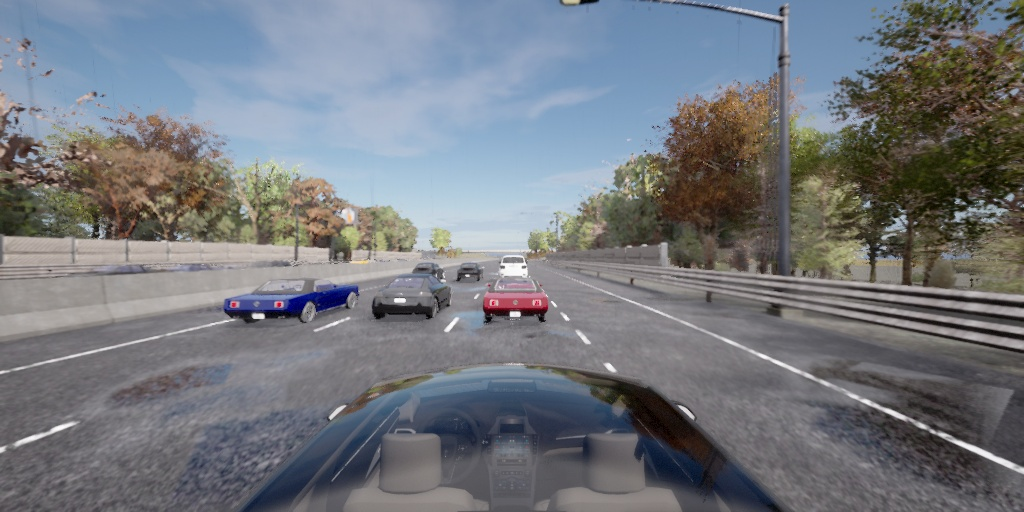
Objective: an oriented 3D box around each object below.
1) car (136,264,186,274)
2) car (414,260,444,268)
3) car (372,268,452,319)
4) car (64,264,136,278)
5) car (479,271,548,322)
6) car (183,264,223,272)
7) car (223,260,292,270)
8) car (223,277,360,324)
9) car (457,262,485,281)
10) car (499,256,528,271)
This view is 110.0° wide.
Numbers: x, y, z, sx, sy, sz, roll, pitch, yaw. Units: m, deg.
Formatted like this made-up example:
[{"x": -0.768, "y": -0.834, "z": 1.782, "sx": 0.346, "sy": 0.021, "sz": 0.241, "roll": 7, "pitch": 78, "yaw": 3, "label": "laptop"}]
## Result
[{"x": -24.601, "y": 1.313, "z": 27.300, "sx": 2.033, "sy": 1.411, "sz": 5.357, "roll": 0, "pitch": 0, "yaw": 0, "label": "car"}, {"x": -6.902, "y": 1.272, "z": 29.881, "sx": 1.837, "sy": 1.490, "sz": 4.892, "roll": 0, "pitch": 0, "yaw": 0, "label": "car"}, {"x": -3.401, "y": 1.318, "z": 12.885, "sx": 1.994, "sy": 1.385, "sz": 4.181, "roll": 0, "pitch": 0, "yaw": 0, "label": "car"}, {"x": -28.101, "y": 1.311, "z": 25.651, "sx": 2.033, "sy": 1.411, "sz": 5.357, "roll": 0, "pitch": 0, "yaw": 0, "label": "car"}, {"x": 0.098, "y": 1.354, "z": 12.333, "sx": 1.895, "sy": 1.301, "sz": 4.718, "roll": 0, "pitch": 0, "yaw": 0, "label": "car"}, {"x": -21.101, "y": 1.365, "z": 26.595, "sx": 1.895, "sy": 1.301, "sz": 4.718, "roll": 0, "pitch": 0, "yaw": 0, "label": "car"}, {"x": -17.599, "y": 1.116, "z": 25.630, "sx": 2.097, "sy": 1.767, "sz": 4.553, "roll": 0, "pitch": 0, "yaw": 0, "label": "car"}, {"x": -6.901, "y": 1.354, "z": 11.994, "sx": 1.895, "sy": 1.301, "sz": 4.718, "roll": 0, "pitch": 0, "yaw": 0, "label": "car"}, {"x": -3.403, "y": 1.272, "z": 29.865, "sx": 1.837, "sy": 1.490, "sz": 4.892, "roll": 0, "pitch": 0, "yaw": 0, "label": "car"}, {"x": 0.095, "y": 0.988, "z": 29.032, "sx": 2.150, "sy": 2.045, "sz": 5.566, "roll": 0, "pitch": 0, "yaw": 0, "label": "car"}]
